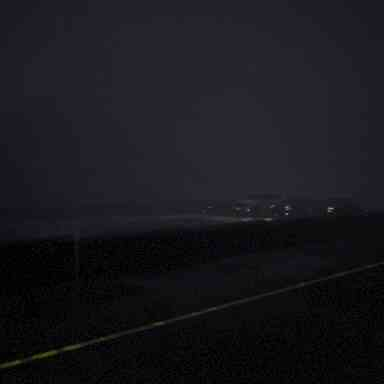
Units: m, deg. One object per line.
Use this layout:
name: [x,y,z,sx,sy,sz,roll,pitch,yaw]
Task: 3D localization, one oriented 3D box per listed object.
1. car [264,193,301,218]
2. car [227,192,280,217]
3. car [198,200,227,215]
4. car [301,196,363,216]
car: [8.410,1.183,27.162,4.553,1.767,2.097,-1,0,-35]
car: [6.171,1.054,29.865,5.566,2.045,2.150,-1,0,-35]
car: [2.895,1.446,31.830,4.718,1.301,1.895,-1,0,-35]
car: [10.462,1.182,24.326,4.553,1.767,2.097,-1,0,-35]
